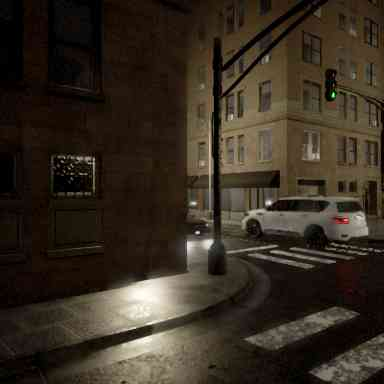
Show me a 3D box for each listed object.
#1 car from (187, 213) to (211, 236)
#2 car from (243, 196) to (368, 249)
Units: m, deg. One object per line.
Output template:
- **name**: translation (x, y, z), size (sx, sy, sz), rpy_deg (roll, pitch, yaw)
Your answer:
- **car**: translation (-1.278, 1.515, 17.773), size (2.033, 1.411, 5.357), rpy_deg (0, 0, -36)
- **car**: translation (4.775, 1.205, 14.807), size (2.150, 2.045, 5.566), rpy_deg (0, 0, -36)
